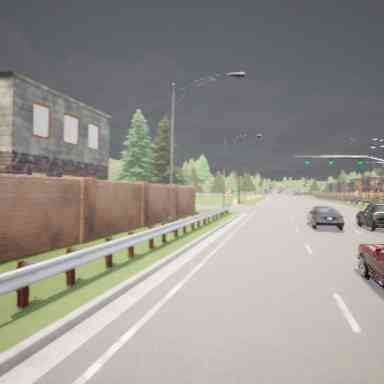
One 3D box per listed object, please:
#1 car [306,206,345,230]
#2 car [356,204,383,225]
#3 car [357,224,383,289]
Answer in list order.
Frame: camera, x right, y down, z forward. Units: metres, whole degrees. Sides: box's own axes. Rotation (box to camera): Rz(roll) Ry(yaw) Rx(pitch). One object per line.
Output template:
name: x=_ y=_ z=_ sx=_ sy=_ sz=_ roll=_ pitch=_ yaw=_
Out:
car: x=8.817 y=1.642 z=22.259 sx=2.033 sy=1.411 sz=5.357 roll=1 pitch=0 yaw=14
car: x=12.285 y=1.530 z=21.695 sx=2.097 sy=1.767 sz=4.553 roll=1 pitch=0 yaw=14
car: x=5.073 y=1.682 z=7.236 sx=1.895 sy=1.301 sz=4.718 roll=1 pitch=0 yaw=14
